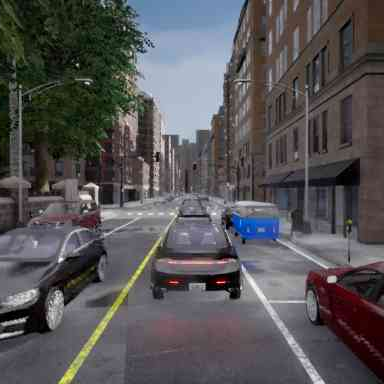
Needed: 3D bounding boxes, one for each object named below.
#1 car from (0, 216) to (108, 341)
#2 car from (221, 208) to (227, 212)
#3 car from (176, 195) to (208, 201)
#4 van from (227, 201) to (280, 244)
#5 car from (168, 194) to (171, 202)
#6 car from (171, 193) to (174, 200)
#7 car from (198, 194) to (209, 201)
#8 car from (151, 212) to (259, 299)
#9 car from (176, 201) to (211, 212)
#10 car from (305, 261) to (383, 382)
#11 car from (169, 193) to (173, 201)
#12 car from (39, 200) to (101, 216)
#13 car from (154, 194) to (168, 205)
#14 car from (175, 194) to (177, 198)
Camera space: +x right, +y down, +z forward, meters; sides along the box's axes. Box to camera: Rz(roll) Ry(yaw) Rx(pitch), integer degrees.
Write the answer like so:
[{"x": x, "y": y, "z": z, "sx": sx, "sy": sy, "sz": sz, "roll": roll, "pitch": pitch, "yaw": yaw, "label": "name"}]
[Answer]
[{"x": -3.101, "y": 1.490, "z": 6.845, "sx": 2.128, "sy": 1.511, "sz": 4.902, "roll": 0, "pitch": 0, "yaw": 0, "label": "car"}, {"x": 2.846, "y": 1.557, "z": 21.169, "sx": 1.947, "sy": 1.339, "sz": 4.313, "roll": 0, "pitch": 0, "yaw": 0, "label": "car"}, {"x": -0.014, "y": 1.338, "z": 27.526, "sx": 2.097, "sy": 1.767, "sz": 4.553, "roll": 0, "pitch": 0, "yaw": 0, "label": "car"}, {"x": 2.848, "y": 1.336, "z": 15.509, "sx": 1.690, "sy": 1.788, "sz": 3.998, "roll": 0, "pitch": 0, "yaw": 0, "label": "van"}, {"x": -5.699, "y": 1.502, "z": 64.604, "sx": 2.008, "sy": 1.369, "sz": 4.403, "roll": 0, "pitch": 0, "yaw": 0, "label": "car"}, {"x": -5.704, "y": 1.491, "z": 75.506, "sx": 1.887, "sy": 1.381, "sz": 4.507, "roll": 0, "pitch": 0, "yaw": 0, "label": "car"}, {"x": 2.820, "y": 1.386, "z": 75.546, "sx": 1.967, "sy": 1.590, "sz": 4.097, "roll": 0, "pitch": 0, "yaw": 0, "label": "car"}, {"x": 0.096, "y": 1.490, "z": 8.409, "sx": 2.128, "sy": 1.511, "sz": 4.902, "roll": 0, "pitch": 0, "yaw": 0, "label": "car"}, {"x": 0.090, "y": 1.485, "z": 18.348, "sx": 2.128, "sy": 1.511, "sz": 4.902, "roll": 0, "pitch": 0, "yaw": 0, "label": "car"}, {"x": 2.853, "y": 1.544, "z": 4.188, "sx": 1.887, "sy": 1.381, "sz": 4.507, "roll": 0, "pitch": 0, "yaw": 0, "label": "car"}, {"x": -5.702, "y": 1.493, "z": 70.055, "sx": 1.887, "sy": 1.381, "sz": 4.507, "roll": 0, "pitch": 0, "yaw": 0, "label": "car"}, {"x": -5.677, "y": 1.310, "z": 15.465, "sx": 2.192, "sy": 1.841, "sz": 5.009, "roll": 0, "pitch": 0, "yaw": 0, "label": "car"}, {"x": -5.697, "y": 1.480, "z": 58.984, "sx": 1.752, "sy": 1.417, "sz": 4.829, "roll": 0, "pitch": 0, "yaw": 0, "label": "car"}, {"x": -5.709, "y": 1.496, "z": 86.408, "sx": 2.008, "sy": 1.369, "sz": 4.403, "roll": 0, "pitch": 0, "yaw": 0, "label": "car"}]
